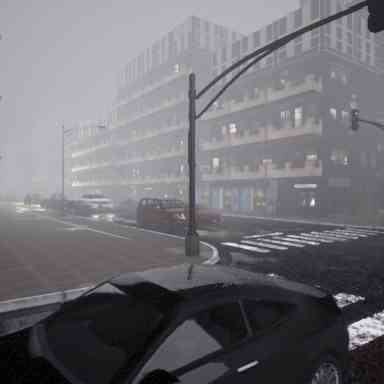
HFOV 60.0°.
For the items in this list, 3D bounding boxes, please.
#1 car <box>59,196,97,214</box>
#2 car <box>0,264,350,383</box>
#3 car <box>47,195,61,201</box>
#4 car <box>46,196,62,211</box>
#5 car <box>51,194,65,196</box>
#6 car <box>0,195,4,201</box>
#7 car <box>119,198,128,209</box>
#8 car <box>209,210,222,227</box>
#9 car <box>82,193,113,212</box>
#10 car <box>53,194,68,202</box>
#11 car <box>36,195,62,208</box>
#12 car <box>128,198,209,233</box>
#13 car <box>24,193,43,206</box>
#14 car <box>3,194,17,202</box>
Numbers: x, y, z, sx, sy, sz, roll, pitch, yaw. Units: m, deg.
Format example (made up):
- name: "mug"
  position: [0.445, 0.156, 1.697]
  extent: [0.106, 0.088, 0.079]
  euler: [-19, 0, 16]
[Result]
- name: "car"
  position: [-11.501, 1.444, 33.441]
  extent: [1.887, 1.381, 4.507]
  euler: [0, 0, -36]
- name: "car"
  position: [-0.304, 1.525, 3.115]
  extent: [4.674, 1.442, 1.812]
  euler: [0, 0, -37]
- name: "car"
  position: [-31.234, 1.379, 75.086]
  extent: [2.008, 1.369, 4.403]
  euler: [0, 0, -36]
- name: "car"
  position: [-14.817, 1.451, 38.034]
  extent: [1.947, 1.339, 4.313]
  euler: [0, 0, -36]
- name: "car"
  position: [-19.861, 0.927, 49.613]
  extent: [2.097, 1.767, 4.553]
  euler: [0, 0, -36]
- name: "car"
  position: [-41.345, 1.269, 74.773]
  extent: [1.967, 1.590, 4.097]
  euler: [0, 0, -36]
- name: "car"
  position: [-8.023, 1.465, 42.941]
  extent: [1.802, 1.307, 4.206]
  euler: [0, 0, -36]
- name: "car"
  position: [-0.077, 1.423, 22.040]
  extent: [1.882, 1.535, 5.008]
  euler: [0, 1, -36]
- name: "car"
  position: [-10.620, 1.116, 36.653]
  extent: [2.150, 2.045, 5.566]
  euler: [0, 0, -36]
- name: "car"
  position: [-27.918, 1.269, 70.495]
  extent: [1.967, 1.590, 4.097]
  euler: [0, 0, -36]
- name: "car"
  position: [-18.134, 1.436, 42.628]
  extent: [1.947, 1.339, 4.313]
  euler: [0, 0, -36]
- name: "car"
  position: [-1.552, 1.264, 19.663]
  extent: [2.192, 1.841, 5.009]
  euler: [0, 0, -36]
- name: "car"
  position: [-24.764, 1.162, 51.811]
  extent: [2.192, 1.841, 5.009]
  euler: [0, 0, -36]
- name: "car"
  position: [-38.029, 1.412, 70.181]
  extent: [1.802, 1.307, 4.206]
  euler: [0, 0, -36]
